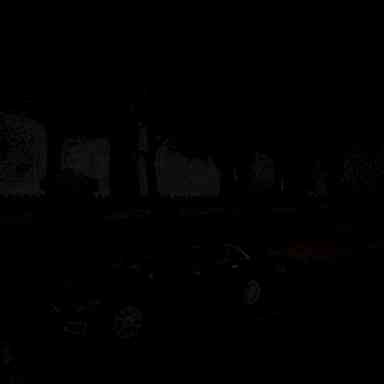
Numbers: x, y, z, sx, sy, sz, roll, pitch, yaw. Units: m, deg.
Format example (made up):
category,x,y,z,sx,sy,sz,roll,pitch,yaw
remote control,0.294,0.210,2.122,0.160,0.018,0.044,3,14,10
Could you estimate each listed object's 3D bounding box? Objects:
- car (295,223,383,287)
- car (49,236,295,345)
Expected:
category,x,y,z,sx,sy,sz,roll,pitch,yaw
car,4.116,1.588,9.500,4.829,1.417,1.752,1,-1,-36
car,-0.328,1.574,6.328,4.403,1.369,2.008,0,0,-36
